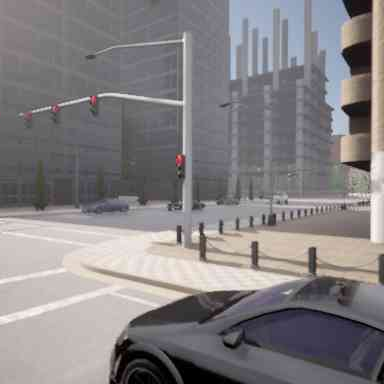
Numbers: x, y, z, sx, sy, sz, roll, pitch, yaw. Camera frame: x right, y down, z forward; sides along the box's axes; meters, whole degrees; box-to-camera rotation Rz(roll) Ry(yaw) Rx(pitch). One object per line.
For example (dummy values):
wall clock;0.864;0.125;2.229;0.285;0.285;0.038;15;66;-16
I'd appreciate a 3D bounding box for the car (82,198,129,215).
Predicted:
car;-7.808;1.307;30.486;1.812;1.442;4.674;0;0;36

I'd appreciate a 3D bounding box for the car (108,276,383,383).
car;1.158;1.559;3.140;4.181;1.385;1.994;0;0;36

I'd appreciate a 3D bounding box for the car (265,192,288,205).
car;13.961;1.033;54.546;2.150;2.045;5.566;0;0;36

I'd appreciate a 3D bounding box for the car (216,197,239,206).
car;5.177;1.346;48.470;1.994;1.385;4.181;0;0;36

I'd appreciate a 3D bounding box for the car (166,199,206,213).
car;-0.599;1.406;34.502;1.895;1.301;4.718;0;0;36
